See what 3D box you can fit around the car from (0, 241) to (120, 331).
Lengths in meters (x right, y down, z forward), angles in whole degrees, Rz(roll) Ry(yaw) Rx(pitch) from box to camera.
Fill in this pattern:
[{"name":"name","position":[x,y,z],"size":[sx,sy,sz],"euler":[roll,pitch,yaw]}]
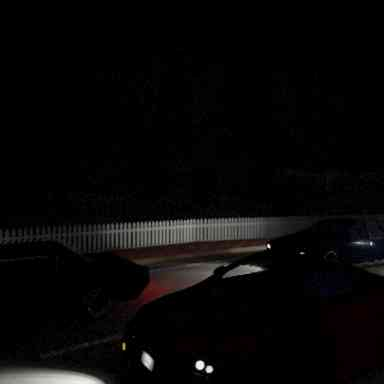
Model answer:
[{"name":"car","position":[-3.238,1.604,5.751],"size":[4.718,1.301,1.895],"euler":[0,0,-34]}]

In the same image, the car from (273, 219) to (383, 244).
[{"name":"car","position":[4.961,1.598,10.835],"size":[5.357,1.411,2.033],"euler":[0,0,-26]}]

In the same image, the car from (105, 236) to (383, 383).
[{"name":"car","position":[1.223,1.582,4.519],"size":[4.181,1.385,1.994],"euler":[0,0,-32]}]
